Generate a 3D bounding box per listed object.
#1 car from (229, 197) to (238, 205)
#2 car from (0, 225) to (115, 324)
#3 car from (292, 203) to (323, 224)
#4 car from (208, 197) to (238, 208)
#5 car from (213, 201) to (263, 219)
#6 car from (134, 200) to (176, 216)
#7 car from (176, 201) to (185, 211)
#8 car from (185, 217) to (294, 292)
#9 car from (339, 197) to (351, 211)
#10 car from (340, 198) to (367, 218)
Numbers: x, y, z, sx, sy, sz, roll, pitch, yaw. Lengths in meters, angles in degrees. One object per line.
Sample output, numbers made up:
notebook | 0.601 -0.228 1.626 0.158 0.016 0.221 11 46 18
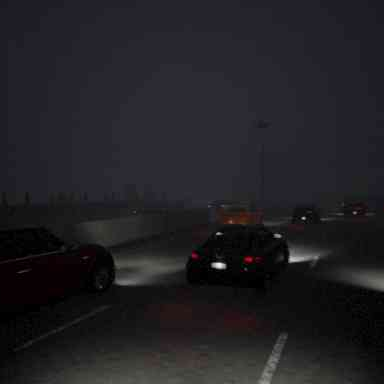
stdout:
car | 8.809 1.929 70.673 1.882 1.535 5.008 -1 0 8
car | -3.581 1.447 6.668 2.097 1.767 4.553 -1 0 24
car | 8.934 1.603 25.834 1.837 1.490 4.892 -1 0 24
car | 3.567 1.625 40.138 2.097 1.767 4.553 -1 0 23
car | 3.342 1.610 21.964 1.882 1.535 5.008 -1 0 24
car | -3.748 1.801 32.270 1.837 1.490 4.892 -1 0 24
car | -2.564 1.848 43.530 1.882 1.535 5.008 -1 0 23
car | 1.433 1.619 9.254 1.994 1.385 4.181 -1 0 24
car | 19.040 1.446 40.373 2.097 1.767 4.553 -1 -1 22
car | 15.073 1.572 30.987 1.837 1.490 4.892 -1 -1 24
